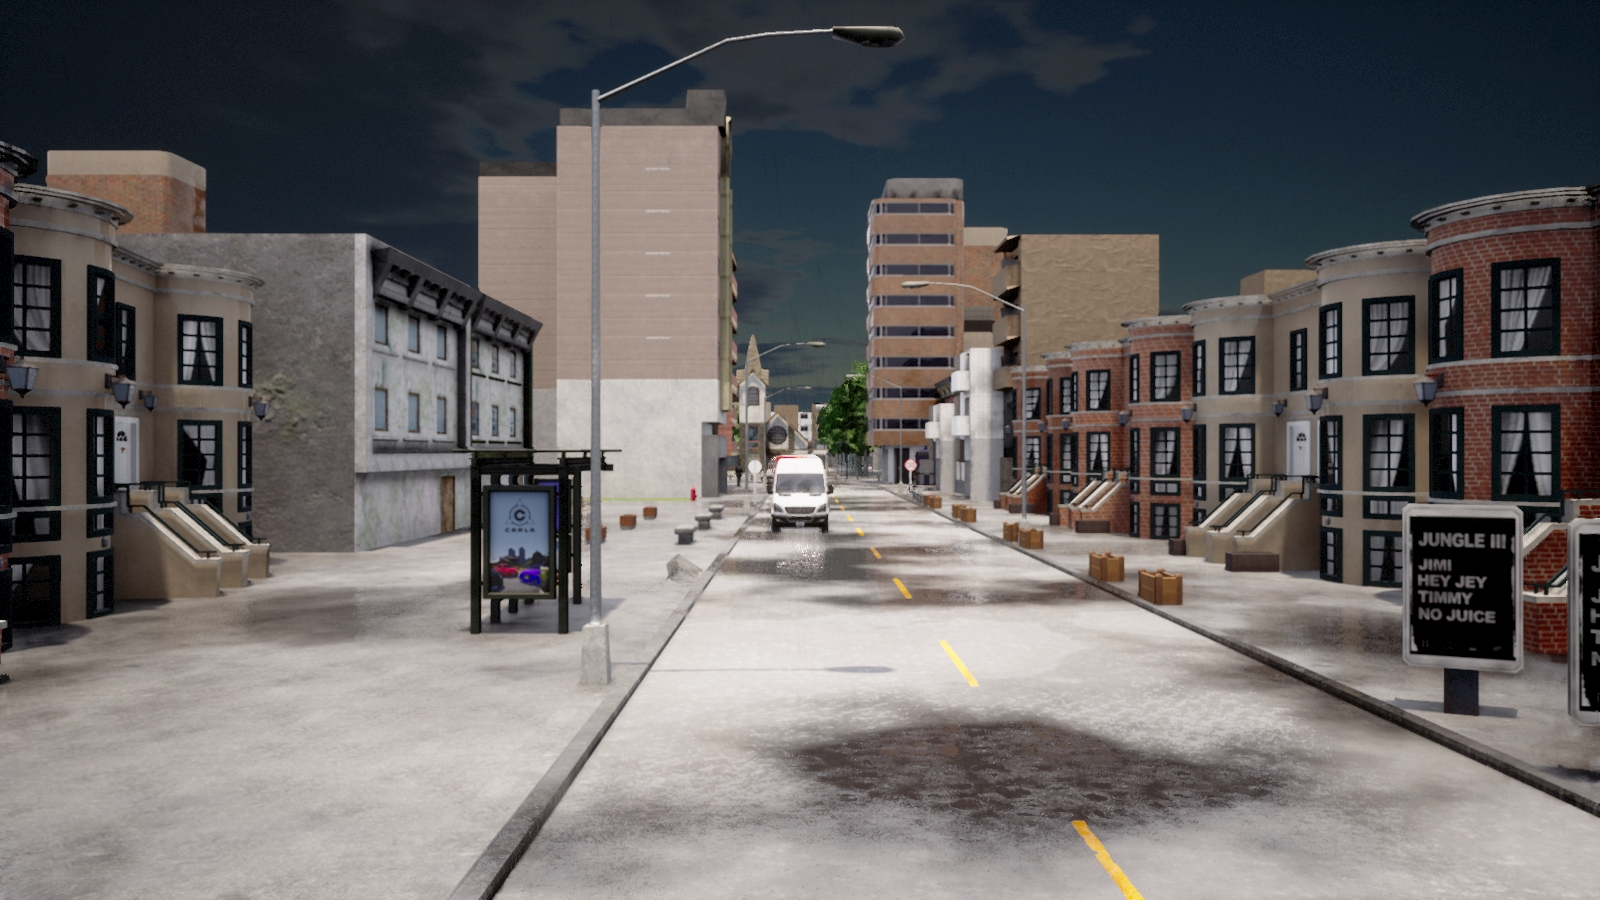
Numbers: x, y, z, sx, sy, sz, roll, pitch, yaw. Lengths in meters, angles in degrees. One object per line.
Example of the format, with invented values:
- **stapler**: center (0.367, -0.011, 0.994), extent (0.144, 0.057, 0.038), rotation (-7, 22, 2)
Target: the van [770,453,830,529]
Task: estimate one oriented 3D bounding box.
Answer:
- **van**: center (0.007, 1.373, 40.995), extent (1.988, 2.561, 5.915), rotation (0, 0, 0)
